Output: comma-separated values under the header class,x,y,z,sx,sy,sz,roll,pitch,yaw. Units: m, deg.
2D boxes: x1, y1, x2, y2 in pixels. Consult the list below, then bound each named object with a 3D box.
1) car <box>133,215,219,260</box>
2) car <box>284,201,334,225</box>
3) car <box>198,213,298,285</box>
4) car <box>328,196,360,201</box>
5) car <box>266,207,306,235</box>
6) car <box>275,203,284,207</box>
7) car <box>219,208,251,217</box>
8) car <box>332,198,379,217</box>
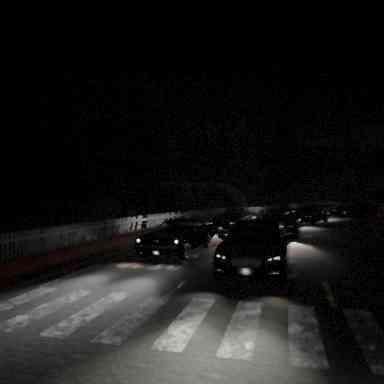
class,x,y,z,sx,sy,sz,roll,pitch,yaw
car,-0.516,1.799,13.541,1.895,1.301,4.718,-1,-1,19
car,9.314,1.728,26.253,1.837,1.490,4.892,-2,-1,39
car,1.971,1.595,10.025,2.128,1.511,4.902,-1,-1,18
car,16.854,1.485,37.427,5.566,2.045,2.150,0,-1,-29
car,4.951,1.743,18.424,1.994,1.385,4.181,-1,-1,23
car,8.678,1.795,30.861,2.128,1.511,4.902,-2,-1,44
car,2.916,1.823,22.557,2.033,1.411,5.357,-1,-1,26
car,16.643,1.695,33.166,4.902,1.511,2.128,0,-1,-33
